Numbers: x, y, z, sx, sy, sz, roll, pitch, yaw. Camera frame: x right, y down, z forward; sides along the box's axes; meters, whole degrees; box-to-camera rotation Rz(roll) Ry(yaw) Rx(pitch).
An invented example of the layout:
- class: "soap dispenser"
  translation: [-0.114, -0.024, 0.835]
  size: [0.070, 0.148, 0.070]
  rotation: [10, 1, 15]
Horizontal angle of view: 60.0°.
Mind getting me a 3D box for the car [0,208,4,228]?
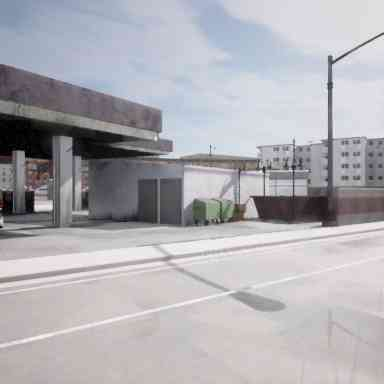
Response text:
- class: "car"
  translation: [-12.777, 1.456, 20.492]
  size: [1.970, 1.475, 3.806]
  rotation: [0, 0, -34]
